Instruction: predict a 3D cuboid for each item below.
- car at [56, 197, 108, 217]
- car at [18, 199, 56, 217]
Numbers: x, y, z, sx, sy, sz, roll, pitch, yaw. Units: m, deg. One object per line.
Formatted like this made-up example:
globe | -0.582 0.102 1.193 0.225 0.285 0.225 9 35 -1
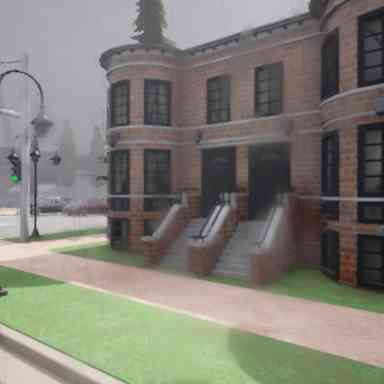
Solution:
car | -9.570 1.295 30.534 2.097 1.767 4.553 0 0 33
car | -13.510 1.426 30.886 2.128 1.511 4.902 0 0 34
